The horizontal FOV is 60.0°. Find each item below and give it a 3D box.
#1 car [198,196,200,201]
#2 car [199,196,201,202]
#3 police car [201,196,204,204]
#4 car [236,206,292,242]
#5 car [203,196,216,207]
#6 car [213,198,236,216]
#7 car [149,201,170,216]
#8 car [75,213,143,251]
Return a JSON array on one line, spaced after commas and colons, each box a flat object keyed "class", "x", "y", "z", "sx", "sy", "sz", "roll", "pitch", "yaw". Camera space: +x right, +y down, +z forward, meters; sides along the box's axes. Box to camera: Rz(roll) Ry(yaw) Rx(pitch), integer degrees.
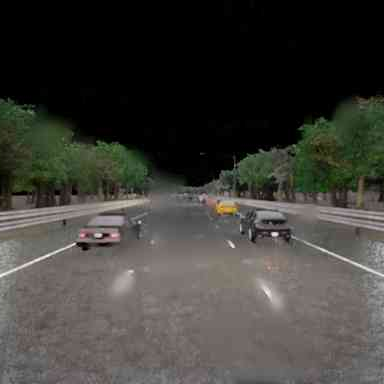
[{"class": "car", "x": 3.259, "y": 2.127, "z": 90.057, "sx": 1.895, "sy": 1.301, "sz": 4.718, "roll": 0, "pitch": 0, "yaw": 0}, {"class": "car", "x": 3.331, "y": 1.940, "z": 79.029, "sx": 1.882, "sy": 1.535, "sz": 5.008, "roll": 0, "pitch": 0, "yaw": 0}, {"class": "police car", "x": 3.402, "y": 1.823, "z": 68.139, "sx": 1.930, "sy": 1.638, "sz": 5.238, "roll": 0, "pitch": 0, "yaw": 0}, {"class": "car", "x": 3.601, "y": 1.601, "z": 16.883, "sx": 1.837, "sy": 1.490, "sz": 4.892, "roll": 0, "pitch": 0, "yaw": 0}, {"class": "car", "x": 3.475, "y": 1.683, "z": 57.000, "sx": 2.097, "sy": 1.767, "sz": 4.553, "roll": 0, "pitch": 0, "yaw": 0}, {"class": "car", "x": 3.604, "y": 1.680, "z": 35.342, "sx": 1.882, "sy": 1.535, "sz": 5.008, "roll": 0, "pitch": 0, "yaw": 0}, {"class": "car", "x": -3.398, "y": 1.694, "z": 35.327, "sx": 2.128, "sy": 1.511, "sz": 4.902, "roll": 0, "pitch": 0, "yaw": 0}, {"class": "car", "x": -3.401, "y": 1.631, "z": 14.551, "sx": 2.033, "sy": 1.411, "sz": 5.357, "roll": 0, "pitch": 0, "yaw": 0}]
